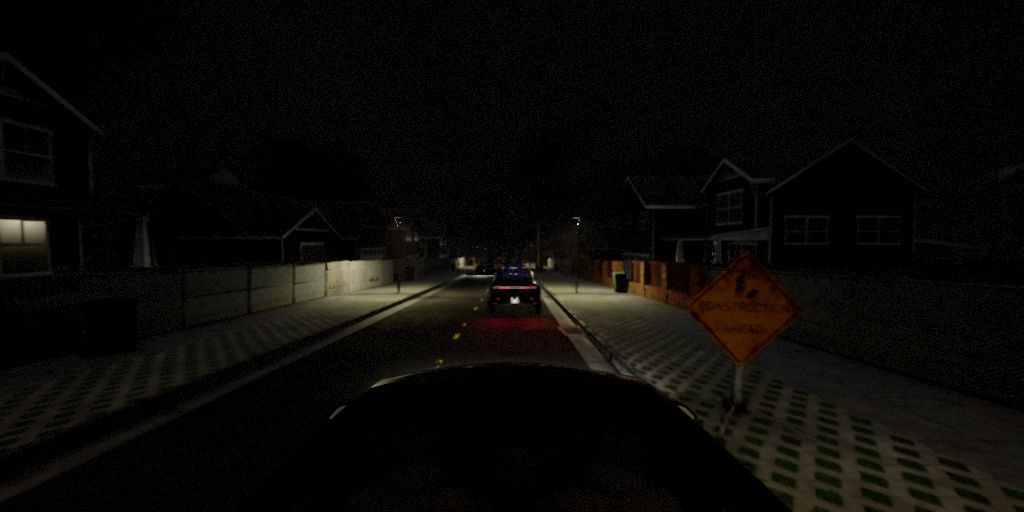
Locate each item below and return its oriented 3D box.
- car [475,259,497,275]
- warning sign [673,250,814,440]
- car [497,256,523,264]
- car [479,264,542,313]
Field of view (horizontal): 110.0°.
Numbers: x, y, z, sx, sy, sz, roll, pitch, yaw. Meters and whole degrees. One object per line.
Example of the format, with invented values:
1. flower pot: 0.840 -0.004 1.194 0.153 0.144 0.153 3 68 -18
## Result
1. car: -2.819 1.294 38.450 1.994 1.385 4.181 0 0 0
2. warning sign: 2.519 0.862 4.063 1.300 1.860 1.060 0 0 0
3. car: 0.109 1.081 29.563 2.097 1.767 4.553 0 0 0
4. car: 0.099 1.228 13.919 2.128 1.511 4.902 0 0 0
